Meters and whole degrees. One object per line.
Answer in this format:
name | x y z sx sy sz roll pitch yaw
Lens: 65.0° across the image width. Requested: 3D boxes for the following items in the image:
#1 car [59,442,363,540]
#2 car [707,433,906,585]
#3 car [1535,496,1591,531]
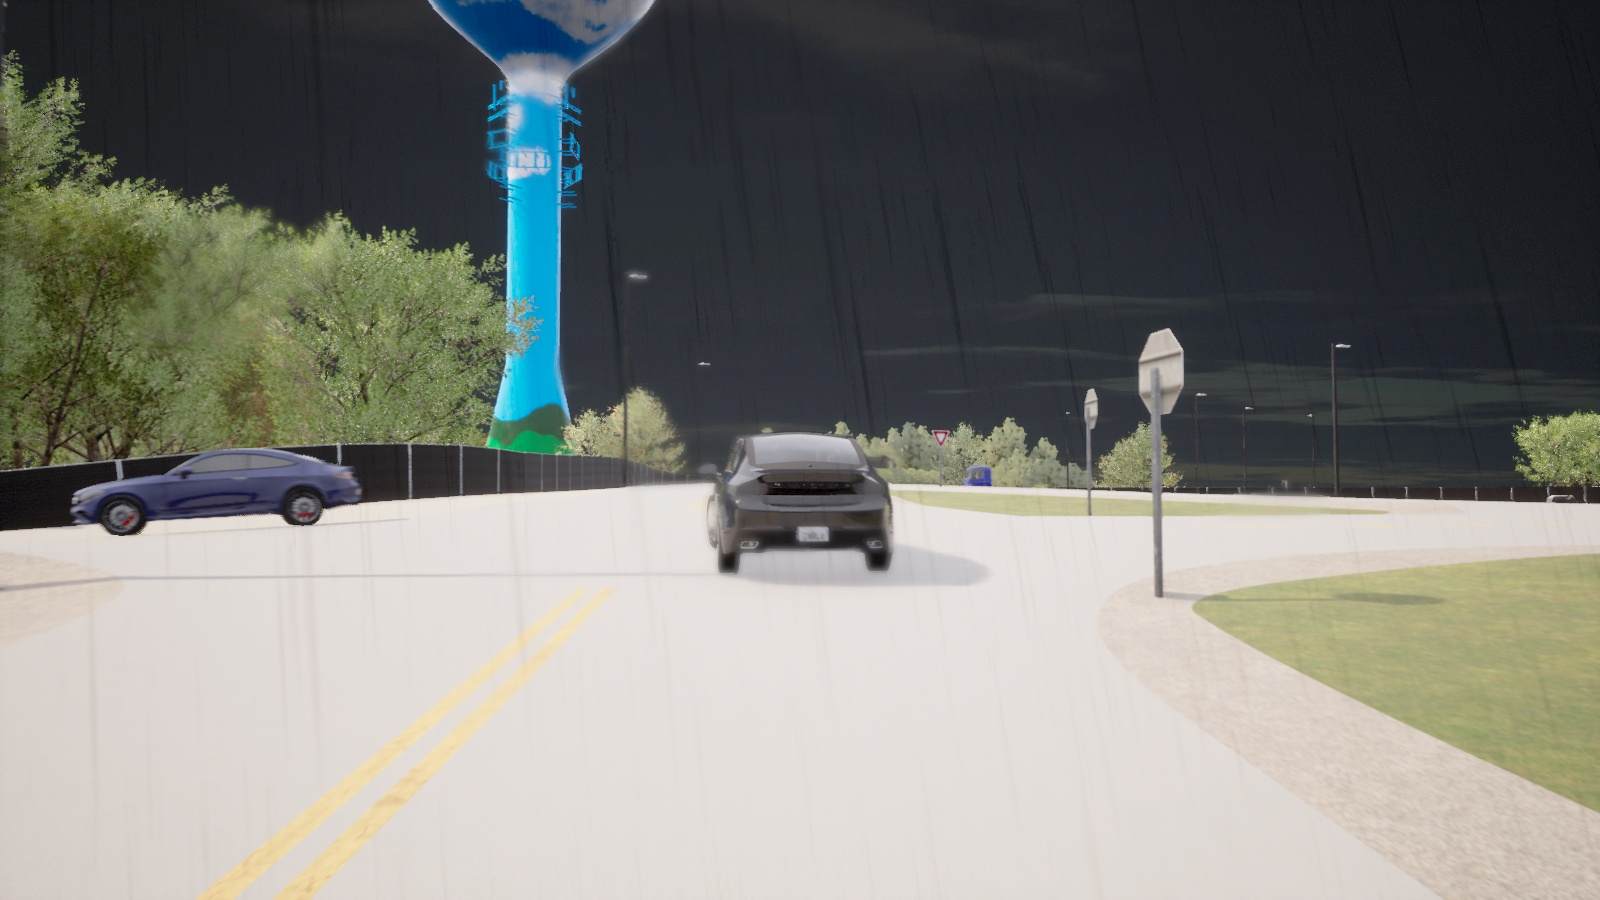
car | -10.340 0.705 22.320 4.674 1.442 1.812 -2 -2 -24
car | -0.110 0.550 14.823 1.837 1.490 4.892 0 1 -6
car | 31.277 2.594 51.505 1.481 1.376 2.207 0 -2 18
